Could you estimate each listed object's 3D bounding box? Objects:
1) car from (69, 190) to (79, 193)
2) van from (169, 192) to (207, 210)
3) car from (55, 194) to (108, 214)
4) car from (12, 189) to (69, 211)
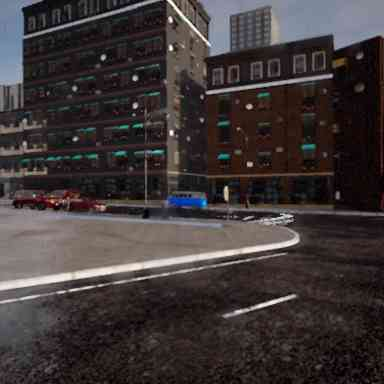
[{"bbox_3d":[-15.875,0.608,40.549,5.009,1.841,2.192,1,0,24],"label":"car"},{"bbox_3d":[-0.467,0.884,33.618,3.998,1.788,1.690,1,0,24],"label":"van"},{"bbox_3d":[-9.139,1.110,28.327,4.206,1.307,1.802,1,0,24],"label":"car"},{"bbox_3d":[-14.270,0.760,30.639,5.009,1.841,2.192,1,0,24],"label":"car"}]
